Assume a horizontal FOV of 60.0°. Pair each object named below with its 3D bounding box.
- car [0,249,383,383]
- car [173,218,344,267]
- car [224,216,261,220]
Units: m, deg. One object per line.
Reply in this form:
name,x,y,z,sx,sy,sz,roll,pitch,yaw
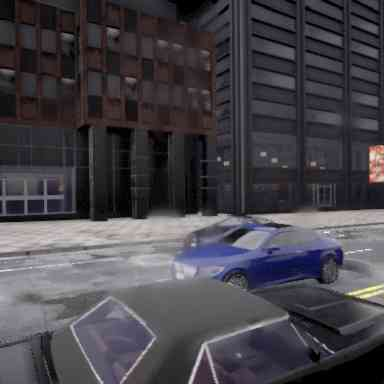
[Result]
car,0.328,1.600,3.284,4.718,1.301,1.895,0,0,-31
car,1.764,1.524,8.147,4.674,1.442,1.812,0,0,-31
car,1.781,1.562,11.935,4.181,1.385,1.994,0,0,-31
